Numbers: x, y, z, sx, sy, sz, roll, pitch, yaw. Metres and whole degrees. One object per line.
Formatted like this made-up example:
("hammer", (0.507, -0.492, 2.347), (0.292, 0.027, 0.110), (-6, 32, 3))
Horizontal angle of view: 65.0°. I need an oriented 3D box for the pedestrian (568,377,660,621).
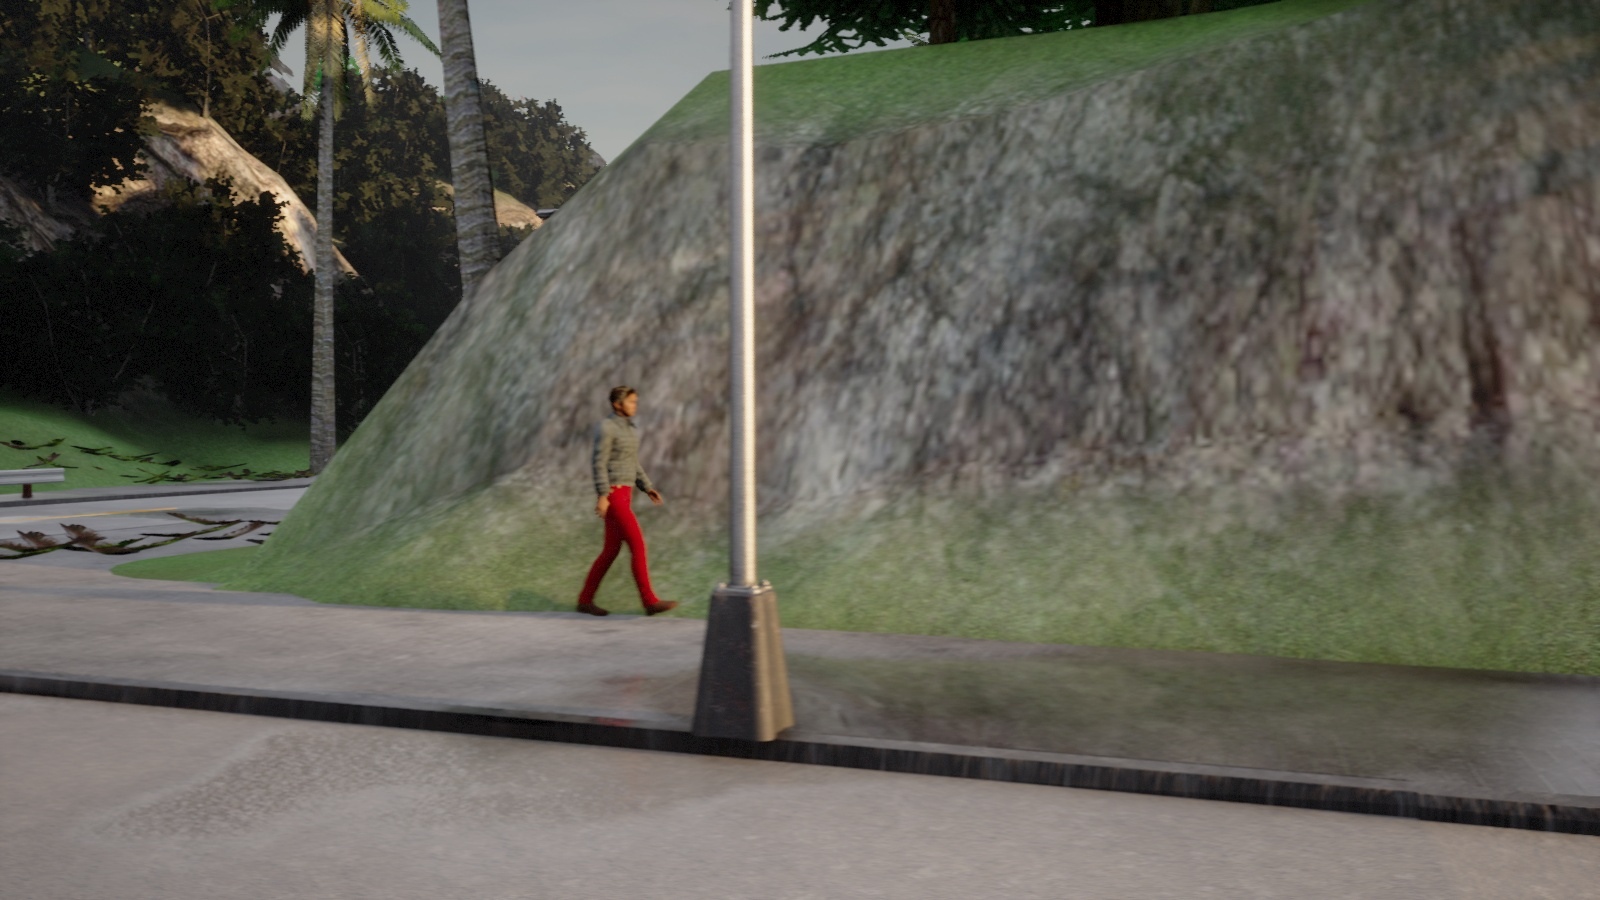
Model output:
("pedestrian", (-1.441, 0.366, 9.745), (0.614, 1.847, 0.353), (1, 1, 15))
